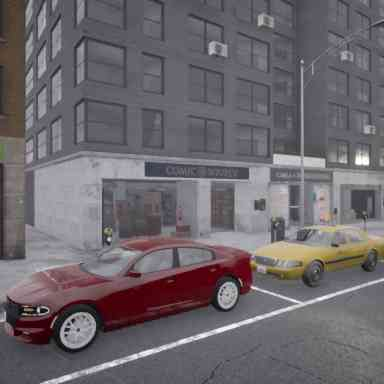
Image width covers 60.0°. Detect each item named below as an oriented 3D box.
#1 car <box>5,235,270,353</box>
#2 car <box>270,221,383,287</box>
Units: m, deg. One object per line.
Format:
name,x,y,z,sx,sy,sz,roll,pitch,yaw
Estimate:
car,-0.867,1.545,6.132,4.507,1.381,1.887,0,0,-35
car,3.626,1.525,9.302,4.829,1.417,1.752,0,0,-35
